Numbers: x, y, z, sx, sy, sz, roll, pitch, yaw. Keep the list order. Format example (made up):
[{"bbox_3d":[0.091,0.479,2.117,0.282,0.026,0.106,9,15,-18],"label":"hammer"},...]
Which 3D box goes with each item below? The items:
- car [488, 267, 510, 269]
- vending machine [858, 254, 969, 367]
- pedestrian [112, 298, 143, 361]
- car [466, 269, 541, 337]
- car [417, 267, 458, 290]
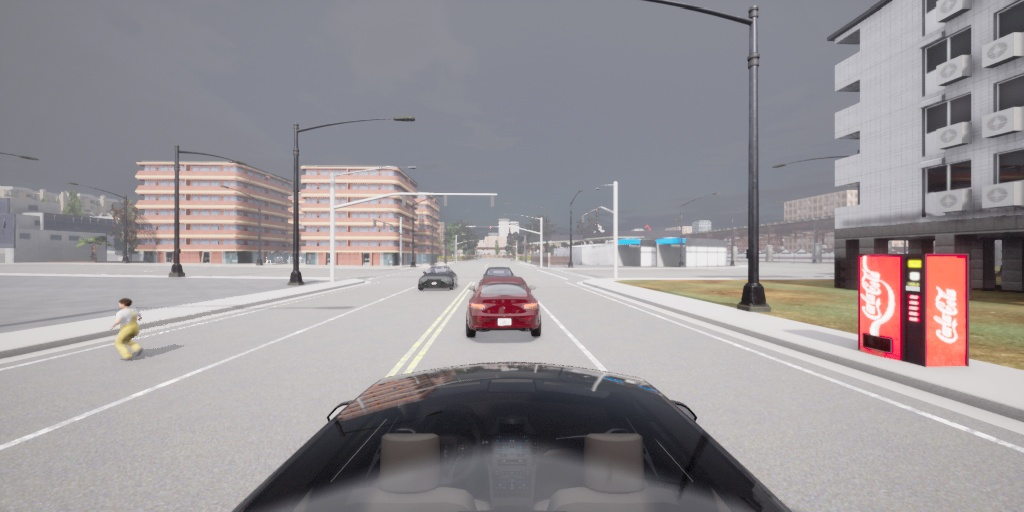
[{"bbox_3d":[-0.727,1.297,19.729,2.033,1.411,5.357,0,0,-3],"label":"car"},{"bbox_3d":[7.223,0.945,6.523,1.100,2.100,0.880,0,0,-3],"label":"vending machine"},{"bbox_3d":[-7.283,1.324,6.848,0.375,1.300,0.375,0,0,-3],"label":"pedestrian"},{"bbox_3d":[-0.269,1.276,10.155,1.812,1.442,4.674,0,0,-3],"label":"car"},{"bbox_3d":[-4.441,1.343,21.965,1.994,1.385,4.181,0,0,-3],"label":"car"}]
